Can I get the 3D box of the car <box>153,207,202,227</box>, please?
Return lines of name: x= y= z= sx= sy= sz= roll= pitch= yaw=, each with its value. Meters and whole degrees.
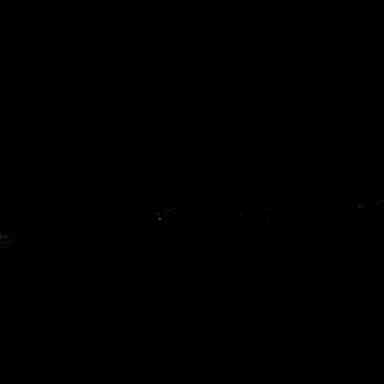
car: x=-1.037 y=1.963 z=27.381 sx=1.882 sy=1.535 sz=5.008 roll=2 pitch=0 yaw=35

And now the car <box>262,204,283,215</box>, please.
car: x=12.369 y=2.663 z=51.131 sx=2.128 sy=1.511 sz=4.902 roll=2 pitch=-1 yaw=35
